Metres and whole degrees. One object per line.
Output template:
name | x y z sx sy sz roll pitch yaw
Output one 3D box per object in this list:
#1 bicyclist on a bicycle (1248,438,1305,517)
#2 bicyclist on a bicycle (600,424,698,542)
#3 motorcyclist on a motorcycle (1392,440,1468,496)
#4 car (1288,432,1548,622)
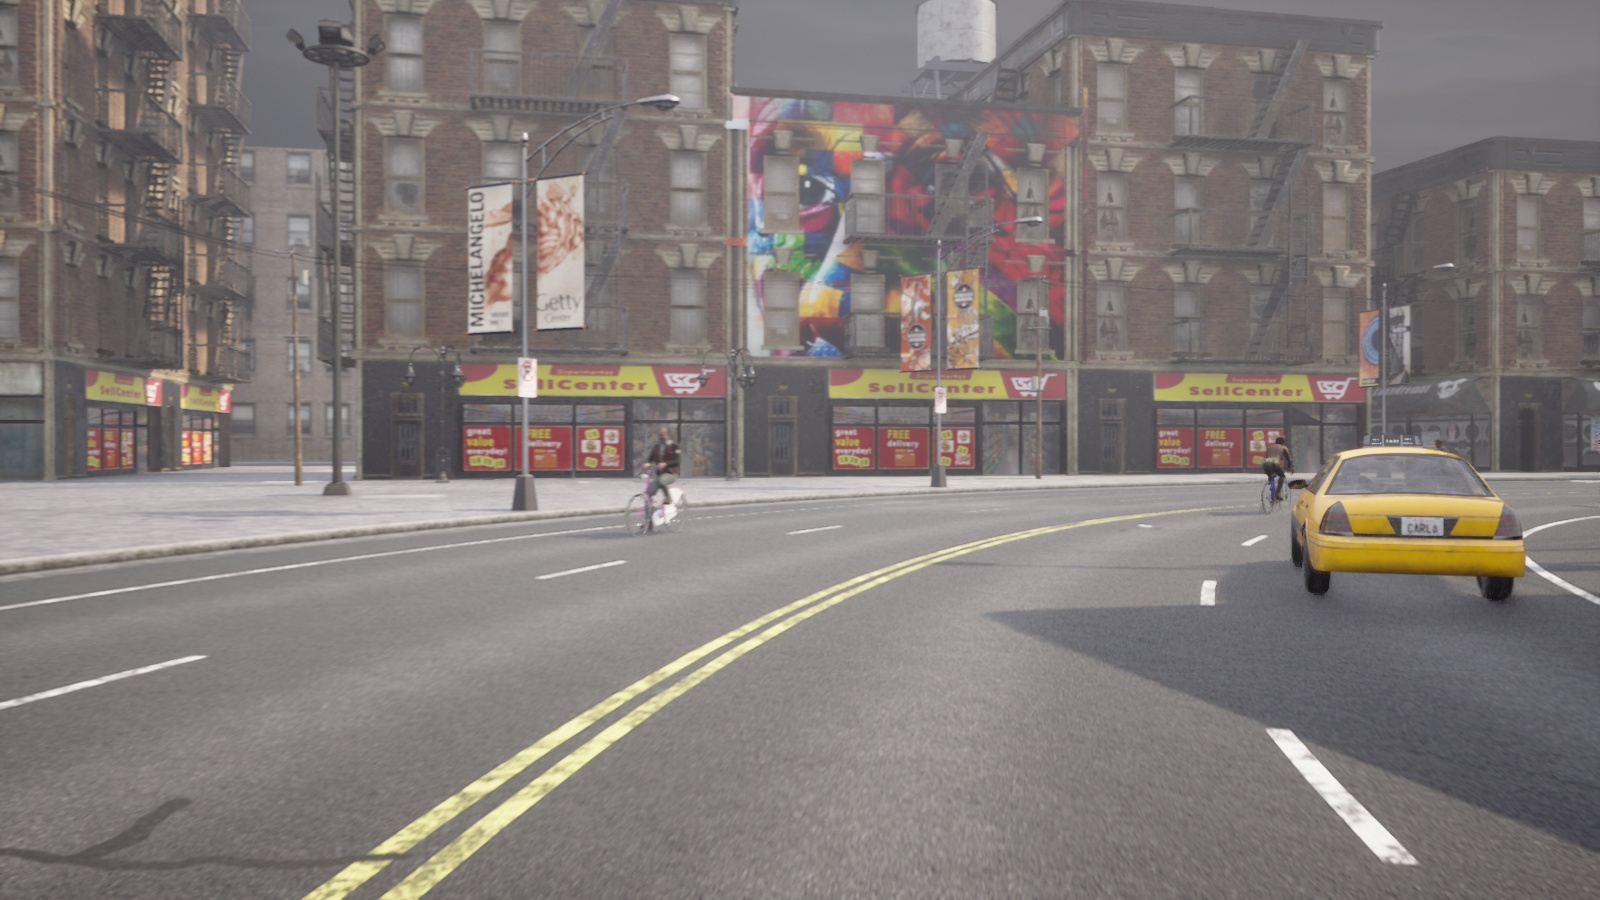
bicyclist on a bicycle | 10.095 0.567 26.569 0.582 1.620 1.656 1 0 41
bicyclist on a bicycle | -2.359 0.500 19.883 0.659 1.776 1.843 1 0 25
motorcyclist on a motorcycle | 18.940 0.518 37.742 2.350 1.649 0.766 0 1 -25
car | 6.211 0.622 13.218 1.801 1.575 5.366 0 0 19
